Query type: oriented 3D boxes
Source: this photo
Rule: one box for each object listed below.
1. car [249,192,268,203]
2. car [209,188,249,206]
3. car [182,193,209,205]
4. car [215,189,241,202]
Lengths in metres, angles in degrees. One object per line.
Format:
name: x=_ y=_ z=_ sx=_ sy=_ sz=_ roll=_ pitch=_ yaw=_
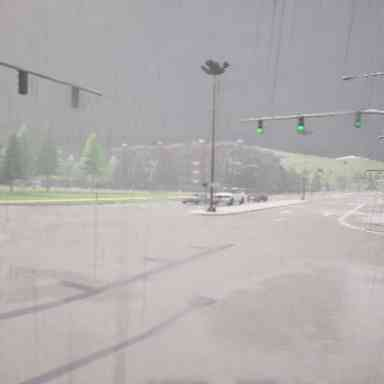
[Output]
car: x=9.618 y=0.724 z=48.596 sx=2.128 sy=1.511 sz=4.902 roll=2 pitch=1 yaw=31
car: x=4.556 y=0.512 z=39.956 sx=2.150 sy=2.045 sz=5.566 roll=2 pitch=1 yaw=30
car: x=0.648 y=0.799 z=40.221 sx=1.895 sy=1.301 sz=4.718 roll=2 pitch=1 yaw=30
car: x=5.257 y=0.496 z=48.081 sx=2.097 sy=1.767 sz=4.553 roll=2 pitch=1 yaw=30
